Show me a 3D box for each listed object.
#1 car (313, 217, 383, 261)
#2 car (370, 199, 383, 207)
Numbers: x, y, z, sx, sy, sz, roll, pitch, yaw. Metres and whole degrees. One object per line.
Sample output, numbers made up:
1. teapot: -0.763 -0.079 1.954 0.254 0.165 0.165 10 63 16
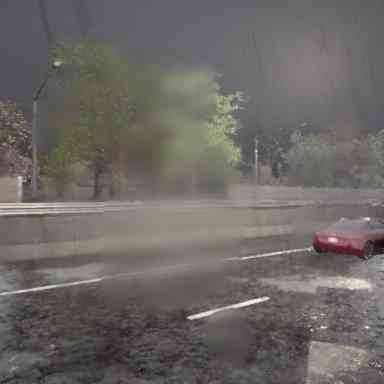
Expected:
1. car: 6.575 1.666 12.801 4.181 1.385 1.994 0 0 -35
2. car: 32.618 2.018 57.258 4.902 1.511 2.128 1 0 -35
